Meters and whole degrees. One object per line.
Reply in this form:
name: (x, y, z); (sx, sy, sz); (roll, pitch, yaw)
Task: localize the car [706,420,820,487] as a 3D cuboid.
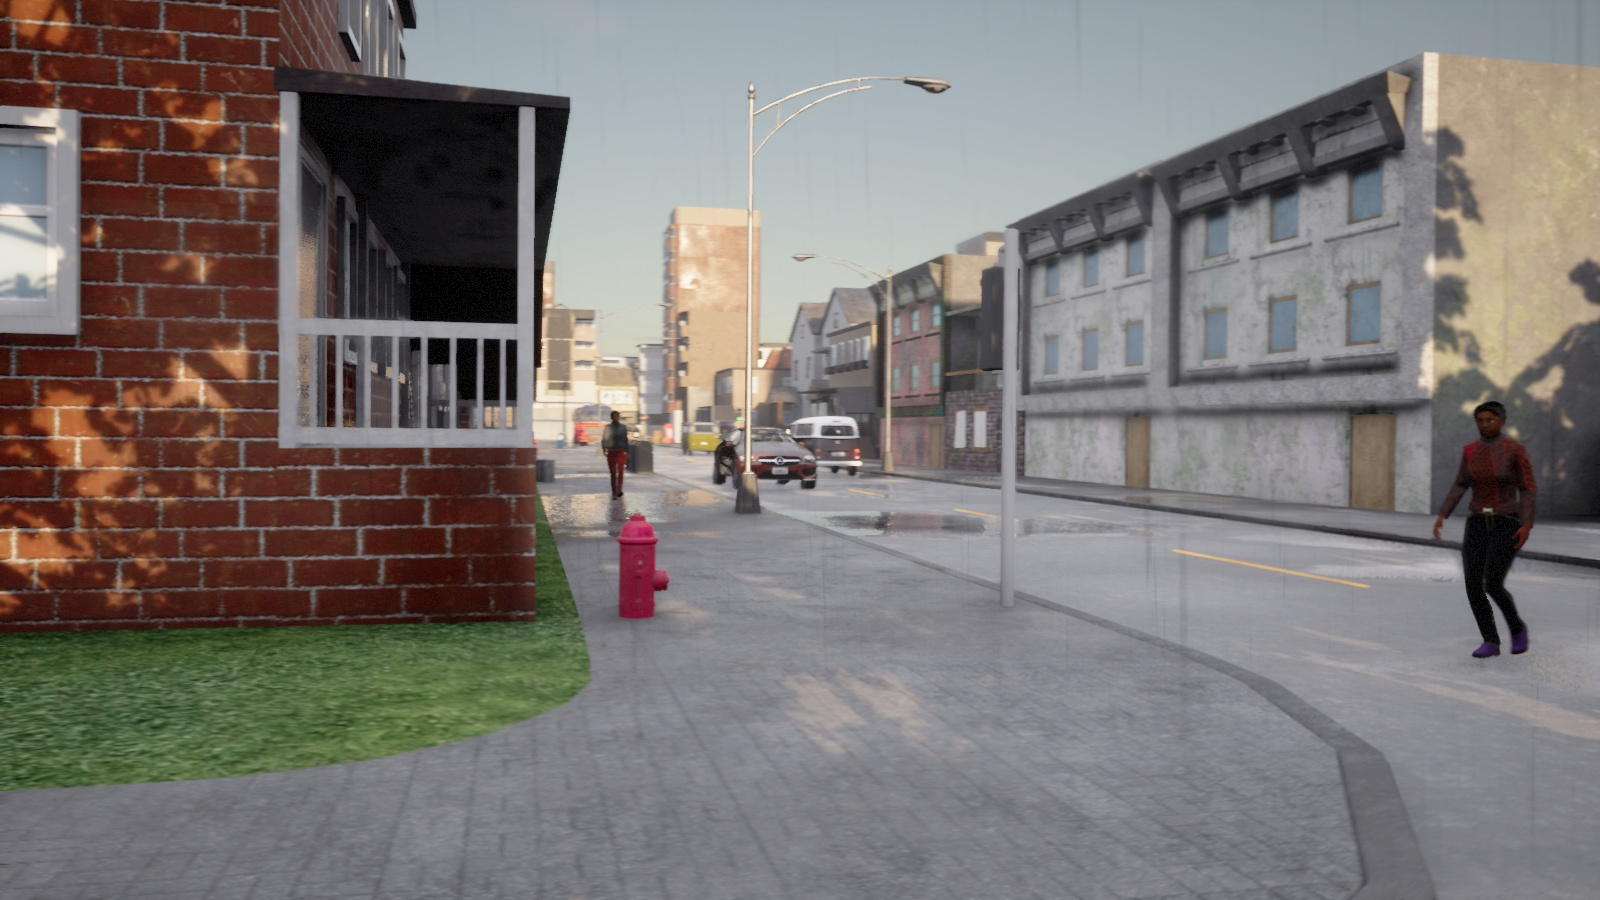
car: (-1.113, 0.055, 34.126); (2.152, 1.651, 5.027); (-1, 1, -13)

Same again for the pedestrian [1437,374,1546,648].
pedestrian: (4.784, 0.396, 8.674); (0.869, 1.805, 0.328); (-1, 1, -37)

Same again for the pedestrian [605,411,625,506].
pedestrian: (-3.669, 0.162, 24.847); (0.353, 1.847, 0.614); (-1, 1, -10)

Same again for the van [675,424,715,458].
van: (-6.287, -0.545, 74.697); (1.775, 1.987, 4.442); (-1, 1, -13)

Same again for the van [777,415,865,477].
van: (0.673, -0.179, 44.251); (2.069, 2.038, 4.480); (-1, 1, -13)
